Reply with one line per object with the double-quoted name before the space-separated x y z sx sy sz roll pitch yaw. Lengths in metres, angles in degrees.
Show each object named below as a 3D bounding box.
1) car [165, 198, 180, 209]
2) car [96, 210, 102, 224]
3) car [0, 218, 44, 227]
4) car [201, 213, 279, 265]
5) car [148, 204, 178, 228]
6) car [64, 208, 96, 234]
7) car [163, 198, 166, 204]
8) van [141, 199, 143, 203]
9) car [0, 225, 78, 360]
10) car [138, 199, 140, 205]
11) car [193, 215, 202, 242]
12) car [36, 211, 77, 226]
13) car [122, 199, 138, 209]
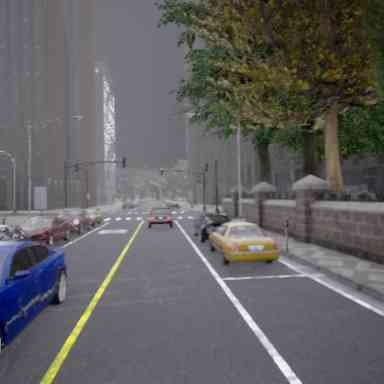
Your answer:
"car" -3.296 2.257 60.016 1.967 1.590 4.097 -1 -1 -6
"car" -8.473 2.034 27.170 1.752 1.417 4.829 -1 -1 -6
"car" -6.809 1.826 11.056 2.008 1.369 4.403 -1 -1 -6
"car" 1.651 1.642 12.105 1.752 1.417 4.829 -1 -1 -6
"car" -2.441 1.915 25.722 2.033 1.411 5.357 -1 -1 -6
"car" -7.932 1.872 21.913 1.967 1.590 4.097 -1 -1 -6
"car" -4.968 2.610 76.239 2.008 1.369 4.403 -1 -1 -6
"van" -15.125 2.804 91.589 1.690 1.788 3.998 -1 -1 -6
"car" -3.572 1.620 5.614 1.882 1.535 5.008 -1 -1 -6
"car" -13.446 2.801 75.361 1.802 1.307 4.206 -1 -1 -6
"car" 1.109 1.759 17.363 1.947 1.339 4.313 -1 -1 -6
"car" -7.370 1.898 16.484 1.887 1.381 4.507 -1 -1 -6
"car" -12.335 2.373 64.548 2.192 1.841 5.009 -1 -1 -6
